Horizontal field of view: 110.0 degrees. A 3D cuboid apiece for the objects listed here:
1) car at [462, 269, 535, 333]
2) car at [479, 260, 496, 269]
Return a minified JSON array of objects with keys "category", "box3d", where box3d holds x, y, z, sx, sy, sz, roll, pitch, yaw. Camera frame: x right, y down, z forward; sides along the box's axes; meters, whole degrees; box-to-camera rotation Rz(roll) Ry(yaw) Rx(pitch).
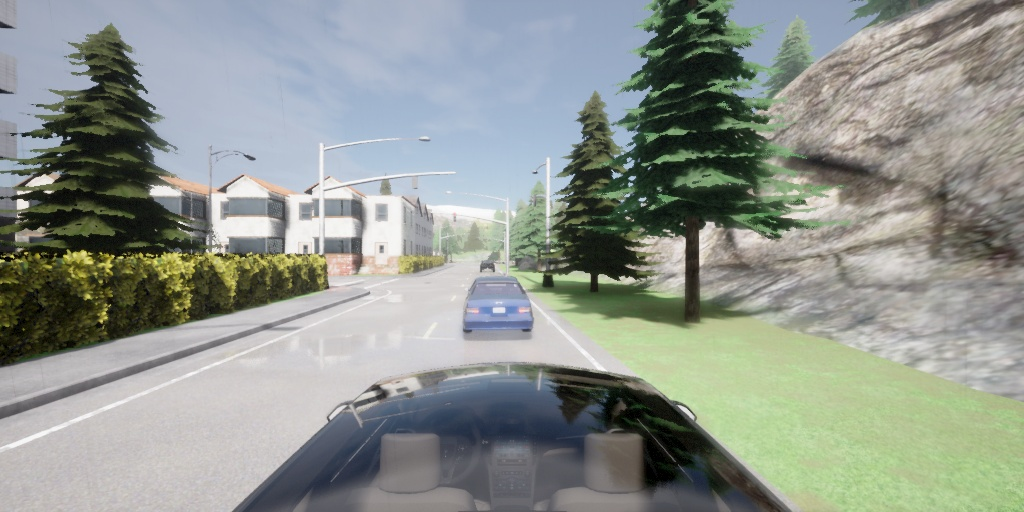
[{"category":"car","box3d":[-0.478,1.297,10.777,2.033,1.411,5.357,0,0,-4]},{"category":"car","box3d":[-3.112,1.255,45.310,1.837,1.490,4.892,0,0,-4]}]
